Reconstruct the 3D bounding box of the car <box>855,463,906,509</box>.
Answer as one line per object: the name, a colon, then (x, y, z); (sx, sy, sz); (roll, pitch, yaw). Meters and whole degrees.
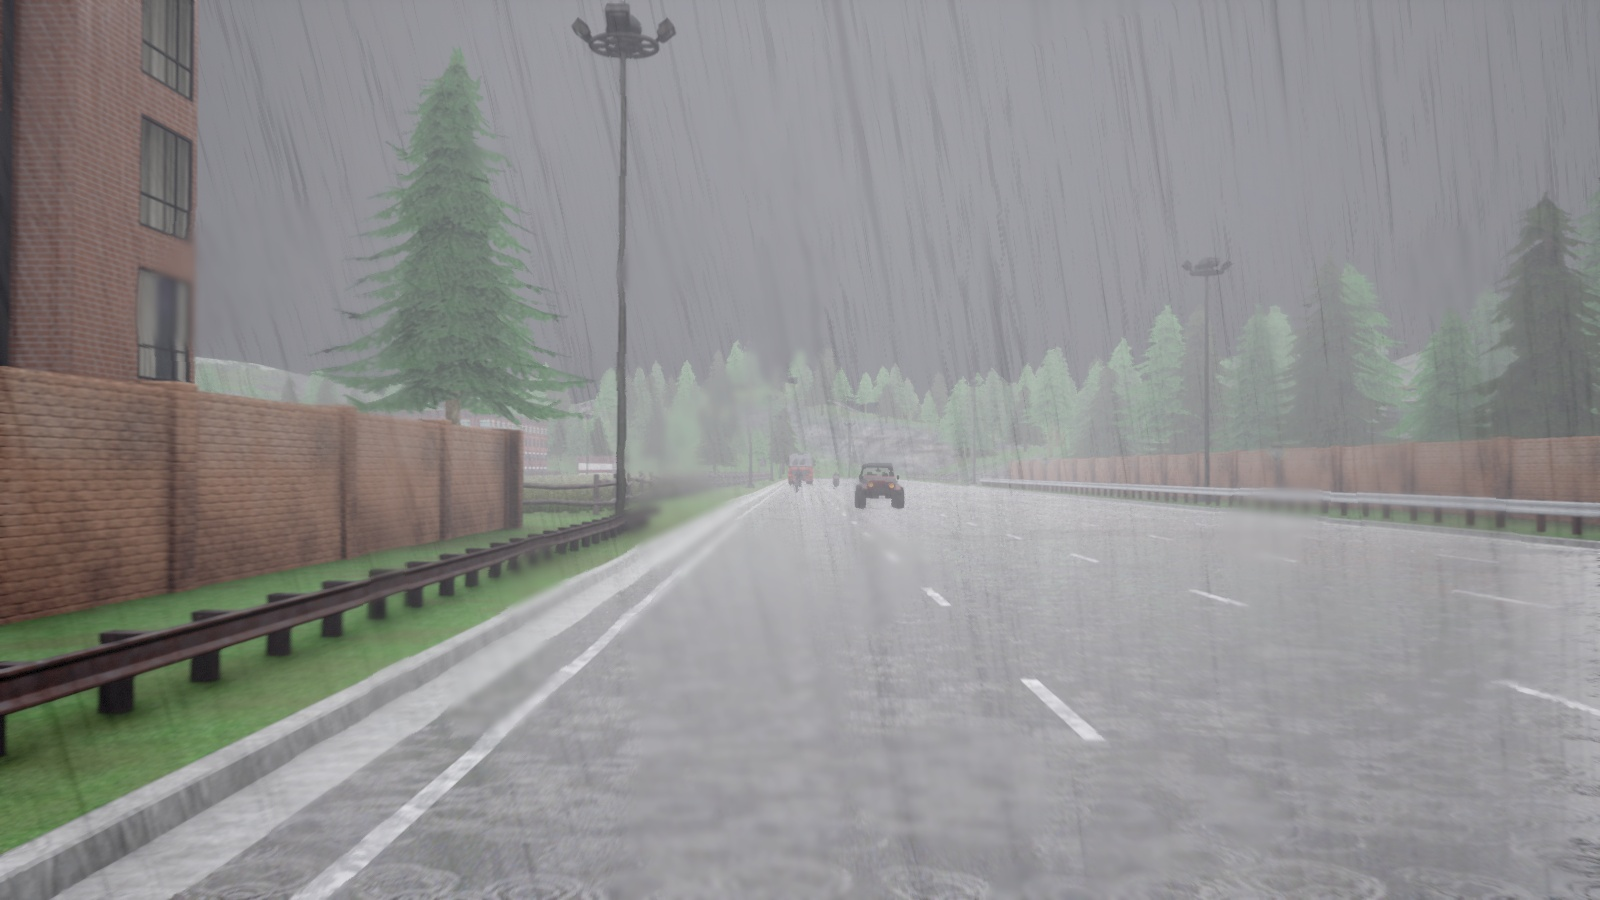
car: (3.370, 1.486, 53.183); (1.905, 1.878, 3.866); (0, -1, 0)
